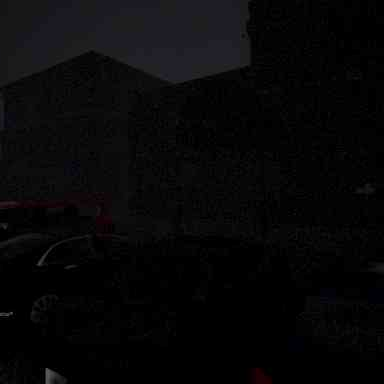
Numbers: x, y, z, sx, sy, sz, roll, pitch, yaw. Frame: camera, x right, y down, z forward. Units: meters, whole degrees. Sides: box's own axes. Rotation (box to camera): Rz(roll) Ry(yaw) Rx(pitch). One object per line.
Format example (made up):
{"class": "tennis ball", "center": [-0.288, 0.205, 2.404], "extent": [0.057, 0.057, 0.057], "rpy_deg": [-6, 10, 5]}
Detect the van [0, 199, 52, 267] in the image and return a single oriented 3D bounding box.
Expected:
{"class": "van", "center": [-6.822, 1.268, 10.077], "extent": [1.878, 1.987, 4.442], "rpy_deg": [0, 0, 35]}

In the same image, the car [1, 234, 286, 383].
{"class": "car", "center": [0.016, 1.511, 5.307], "extent": [2.163, 1.488, 4.792], "rpy_deg": [0, 0, 36]}

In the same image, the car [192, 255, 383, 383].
{"class": "car", "center": [2.192, 1.520, 3.788], "extent": [2.002, 1.452, 4.674], "rpy_deg": [0, 0, 35]}

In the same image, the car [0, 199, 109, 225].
{"class": "car", "center": [-4.510, 1.237, 8.536], "extent": [2.435, 2.045, 5.566], "rpy_deg": [0, 0, 35]}

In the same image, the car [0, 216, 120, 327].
{"class": "car", "center": [-2.233, 1.486, 6.939], "extent": [2.231, 1.521, 4.892], "rpy_deg": [0, 0, 35]}
